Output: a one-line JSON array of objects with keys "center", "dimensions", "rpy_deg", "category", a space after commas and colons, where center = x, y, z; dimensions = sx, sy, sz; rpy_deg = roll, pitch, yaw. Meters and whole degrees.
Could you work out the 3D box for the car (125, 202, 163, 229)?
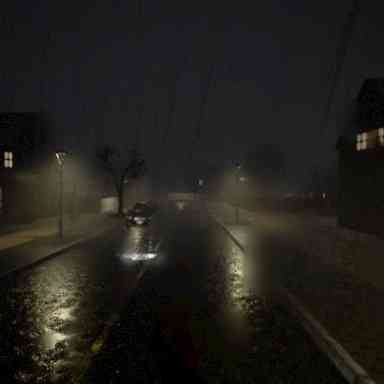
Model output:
[{"center": [-2.852, 1.393, 20.642], "dimensions": [2.128, 1.511, 4.902], "rpy_deg": [0, 0, 0], "category": "car"}]
